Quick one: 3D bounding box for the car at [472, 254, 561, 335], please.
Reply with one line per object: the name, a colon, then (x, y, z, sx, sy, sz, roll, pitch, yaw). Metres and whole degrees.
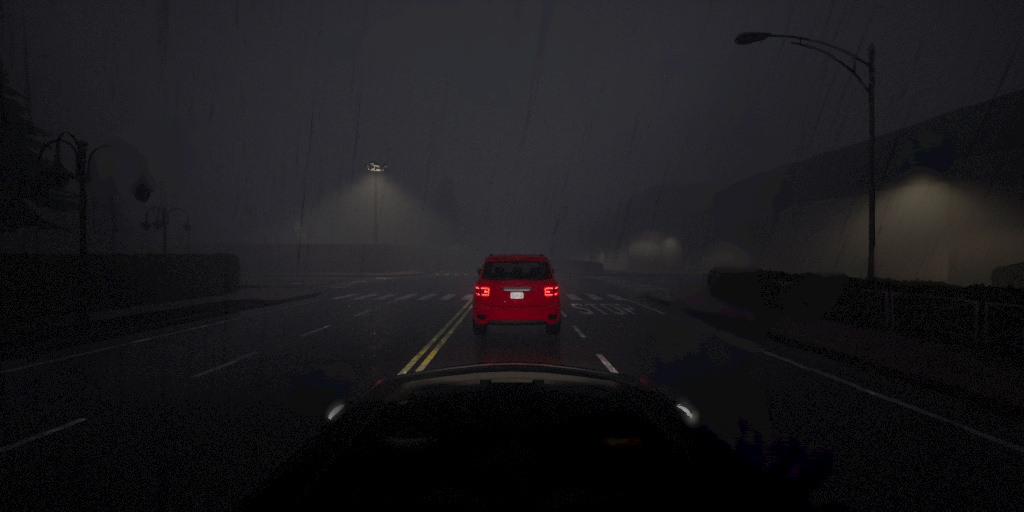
car: (0.118, 0.971, 10.658, 2.150, 2.045, 5.566, 0, 0, 0)

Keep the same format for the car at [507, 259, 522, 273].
car: (0.340, 1.228, 45.516, 1.882, 1.535, 5.008, 0, 0, 1)
